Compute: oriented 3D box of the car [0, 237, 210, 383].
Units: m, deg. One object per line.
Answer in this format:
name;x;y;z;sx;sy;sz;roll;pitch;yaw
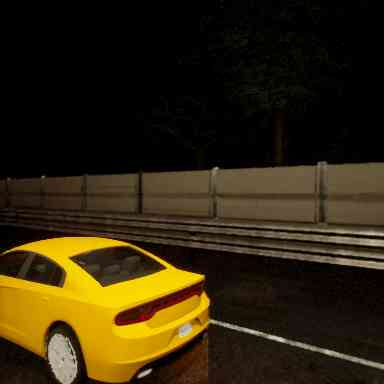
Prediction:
car;-2.094;1.476;5.362;5.008;1.535;1.882;0;0;35
